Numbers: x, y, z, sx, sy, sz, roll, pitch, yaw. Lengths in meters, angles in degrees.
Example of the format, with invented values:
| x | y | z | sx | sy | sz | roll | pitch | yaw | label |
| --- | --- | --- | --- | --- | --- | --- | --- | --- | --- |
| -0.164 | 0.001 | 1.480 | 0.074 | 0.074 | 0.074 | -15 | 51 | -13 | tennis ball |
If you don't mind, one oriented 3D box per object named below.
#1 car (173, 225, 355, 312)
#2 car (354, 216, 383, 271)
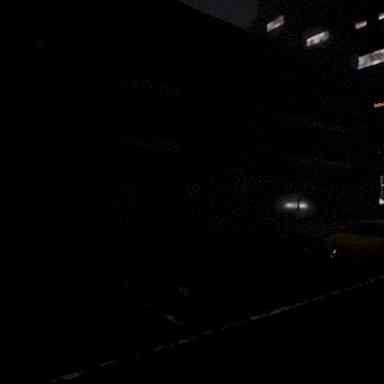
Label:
| x | y | z | sx | sy | sz | roll | pitch | yaw | label |
| --- | --- | --- | --- | --- | --- | --- | --- | --- | --- |
| 1.613 | 1.548 | 7.698 | 4.313 | 1.339 | 1.947 | 0 | 1 | -36 | car |
| 6.008 | 1.491 | 10.834 | 4.829 | 1.417 | 1.752 | 0 | 1 | -35 | car |
